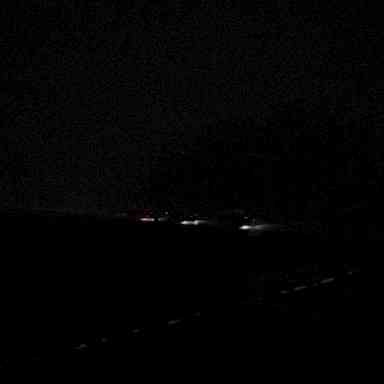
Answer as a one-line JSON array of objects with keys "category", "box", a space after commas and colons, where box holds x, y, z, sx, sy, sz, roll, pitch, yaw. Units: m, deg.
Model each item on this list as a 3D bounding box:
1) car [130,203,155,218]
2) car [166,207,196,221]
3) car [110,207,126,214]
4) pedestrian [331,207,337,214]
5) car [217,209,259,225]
[{"category": "car", "box": [-7.203, 2.695, 48.732, 2.150, 2.045, 5.566, 1, -2, -33]}, {"category": "car", "box": [-1.346, 2.630, 39.750, 1.837, 1.490, 4.892, 1, -2, -33]}, {"category": "car", "box": [-15.099, 3.710, 67.361, 1.895, 1.301, 4.718, 1, -2, -33]}, {"category": "pedestrian", "box": [13.291, 1.981, 31.258, 0.375, 1.860, 0.375, -2, 1, -33]}, {"category": "car", "box": [4.172, 2.307, 31.312, 1.812, 1.442, 4.674, 1, -2, -33]}]
